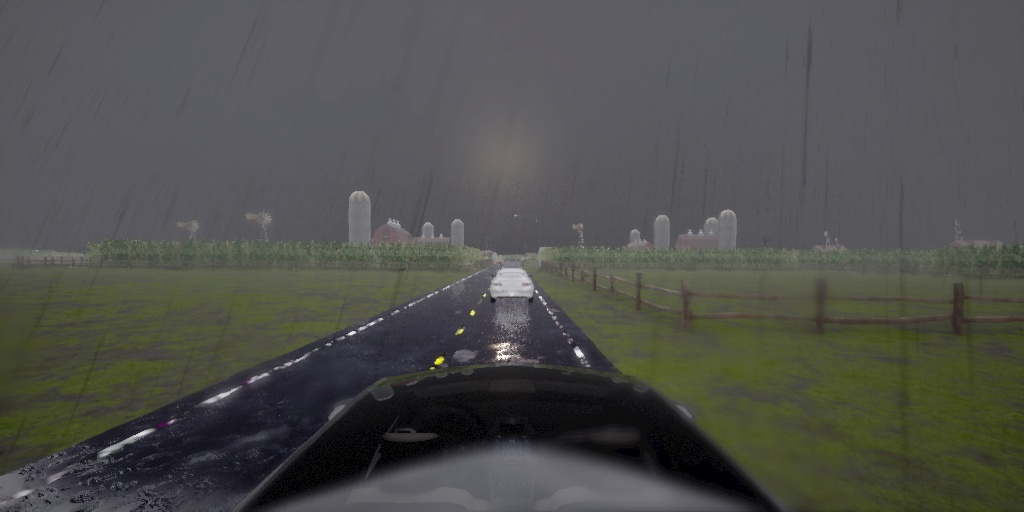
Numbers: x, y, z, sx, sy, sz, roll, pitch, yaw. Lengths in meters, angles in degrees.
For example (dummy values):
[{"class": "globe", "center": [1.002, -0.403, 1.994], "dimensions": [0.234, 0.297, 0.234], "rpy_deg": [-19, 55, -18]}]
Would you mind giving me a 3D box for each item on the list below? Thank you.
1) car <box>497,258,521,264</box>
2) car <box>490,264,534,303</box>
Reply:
[{"class": "car", "center": [0.000, 1.131, 31.512], "dimensions": [2.097, 1.767, 4.553], "rpy_deg": [0, 0, 0]}, {"class": "car", "center": [0.000, 1.285, 16.541], "dimensions": [1.812, 1.442, 4.674], "rpy_deg": [0, 0, 0]}]
